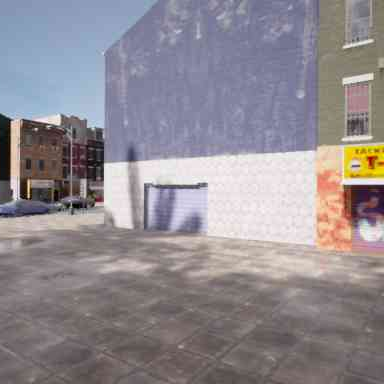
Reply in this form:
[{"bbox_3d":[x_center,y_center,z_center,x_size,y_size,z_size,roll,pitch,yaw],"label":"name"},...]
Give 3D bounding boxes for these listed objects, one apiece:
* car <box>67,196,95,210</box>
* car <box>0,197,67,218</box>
[{"bbox_3d":[-12.378,1.180,34.458,2.128,1.511,4.902,1,1,36],"label":"car"},{"bbox_3d":[-13.630,1.347,27.621,2.033,1.411,5.357,1,1,35],"label":"car"}]
